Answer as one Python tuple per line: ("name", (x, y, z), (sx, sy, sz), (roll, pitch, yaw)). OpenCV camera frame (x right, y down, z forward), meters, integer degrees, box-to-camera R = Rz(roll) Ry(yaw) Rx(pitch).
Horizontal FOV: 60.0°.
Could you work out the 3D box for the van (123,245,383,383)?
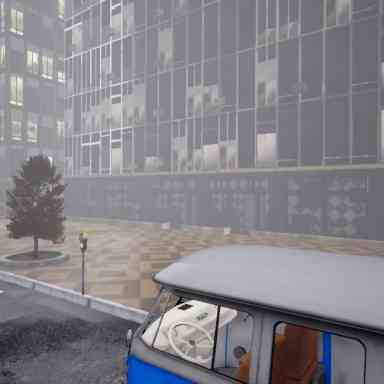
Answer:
("van", (1.342, 1.341, 1.911), (3.998, 1.788, 1.690), (0, 0, 35))
